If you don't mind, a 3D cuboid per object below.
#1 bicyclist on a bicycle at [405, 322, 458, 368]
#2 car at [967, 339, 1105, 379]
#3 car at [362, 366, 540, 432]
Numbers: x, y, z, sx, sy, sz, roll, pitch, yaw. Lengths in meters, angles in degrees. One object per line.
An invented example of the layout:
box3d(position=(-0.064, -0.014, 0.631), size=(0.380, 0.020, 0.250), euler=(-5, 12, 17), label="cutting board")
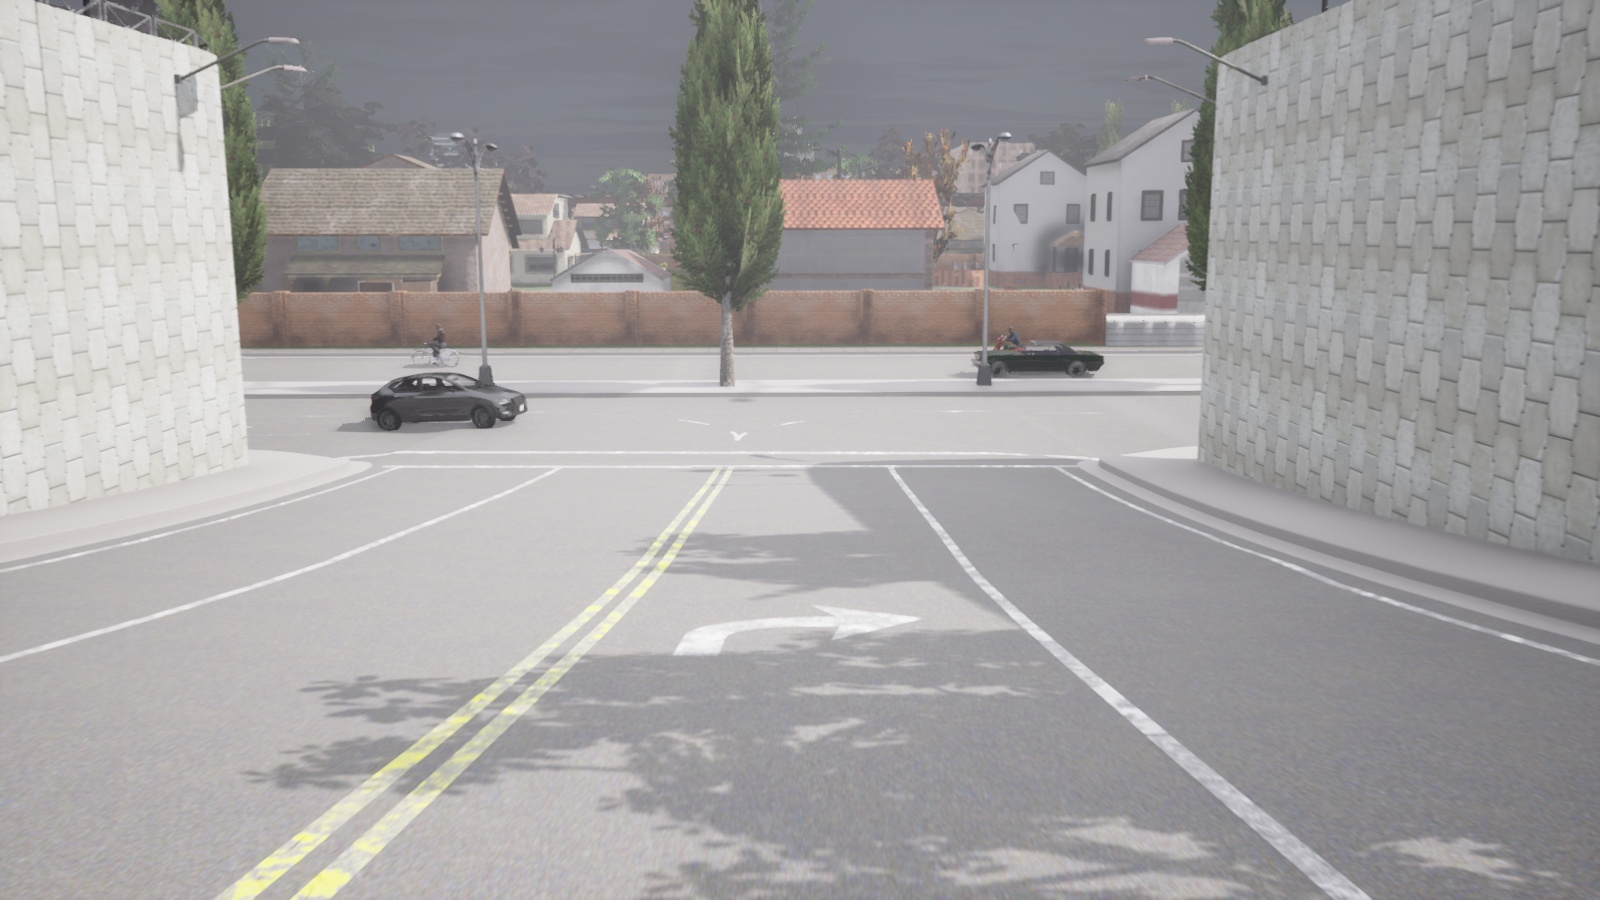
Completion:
box3d(position=(-14.546, -4.153, 49.632), size=(1.843, 1.776, 0.659), euler=(0, 10, -1), label="bicyclist on a bicycle")
box3d(position=(8.704, -3.385, 46.561), size=(4.718, 1.301, 1.895), euler=(0, 10, -1), label="car")
box3d(position=(-9.503, -1.404, 34.327), size=(4.193, 1.474, 1.816), euler=(-1, 9, 11), label="car")
